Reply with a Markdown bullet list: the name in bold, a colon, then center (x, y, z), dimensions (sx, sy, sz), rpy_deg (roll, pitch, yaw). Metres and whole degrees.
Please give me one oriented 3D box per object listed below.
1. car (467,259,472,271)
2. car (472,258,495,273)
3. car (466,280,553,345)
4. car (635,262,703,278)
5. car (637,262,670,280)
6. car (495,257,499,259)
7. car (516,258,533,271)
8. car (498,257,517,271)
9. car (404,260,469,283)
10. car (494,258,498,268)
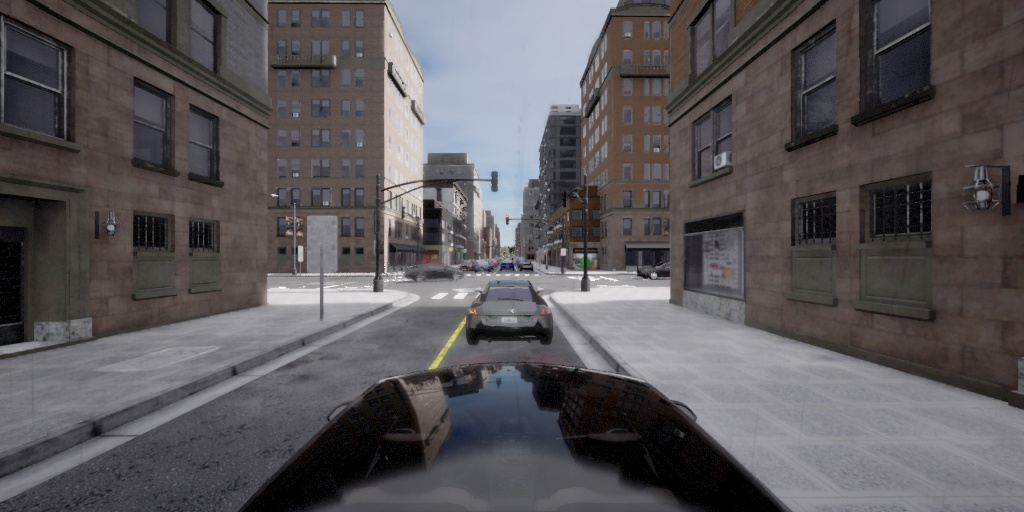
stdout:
- **car**: center (-6.094, 1.230, 48.543), dimensions (1.967, 1.591, 4.097), rpy_deg (0, 0, 0)
- **car**: center (-3.546, 1.310, 44.589), dimensions (1.812, 1.442, 4.674), rpy_deg (0, 0, 1)
- **car**: center (-0.064, 1.314, 9.532), dimensions (1.994, 1.385, 4.181), rpy_deg (0, 0, 0)
- **car**: center (14.481, 1.243, 33.238), dimensions (5.357, 1.411, 2.033), rpy_deg (0, 0, -1)
- **car**: center (12.956, 1.201, 29.967), dimensions (4.892, 1.490, 1.837), rpy_deg (0, 0, -1)
- **car**: center (-3.634, 1.297, 64.220), dimensions (1.882, 1.535, 5.008), rpy_deg (0, 0, 0)
- **car**: center (1.931, 1.356, 48.602), dimensions (1.948, 1.339, 4.313), rpy_deg (0, 0, 0)
- **car**: center (-0.635, 1.273, 51.572), dimensions (1.882, 1.535, 5.008), rpy_deg (0, 0, 0)
- **car**: center (-6.149, 1.292, 28.388), dimensions (4.674, 1.442, 1.812), rpy_deg (0, 1, -28)
- **car**: center (-3.591, 1.348, 54.268), dimensions (2.033, 1.411, 5.357), rpy_deg (0, 0, 0)
